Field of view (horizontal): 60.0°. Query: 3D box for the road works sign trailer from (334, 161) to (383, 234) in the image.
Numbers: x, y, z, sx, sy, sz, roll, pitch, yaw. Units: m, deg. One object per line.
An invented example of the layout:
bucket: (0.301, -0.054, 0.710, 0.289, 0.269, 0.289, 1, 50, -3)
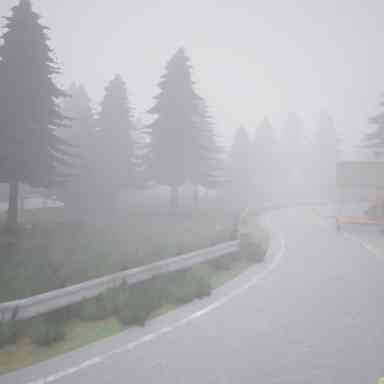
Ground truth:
road works sign trailer: (8.670, 0.199, 17.189, 2.380, 3.560, 2.880, 2, 2, 16)

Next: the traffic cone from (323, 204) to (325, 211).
traffic cone: (11.821, 1.396, 29.885, 0.340, 0.580, 0.340, 0, 2, 16)

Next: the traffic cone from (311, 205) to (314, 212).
traffic cone: (9.774, 1.468, 26.306, 0.340, 0.580, 0.340, 1, 2, 16)

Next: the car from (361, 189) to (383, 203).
car: (24.251, 0.475, 43.475, 4.553, 1.767, 2.097, -2, -1, -29)

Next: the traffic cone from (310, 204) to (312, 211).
traffic cone: (10.319, 1.425, 28.234, 0.340, 0.580, 0.340, 0, 1, 16)

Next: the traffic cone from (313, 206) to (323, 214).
traffic cone: (9.230, 1.501, 24.385, 0.340, 0.580, 0.340, 1, 1, 16)
